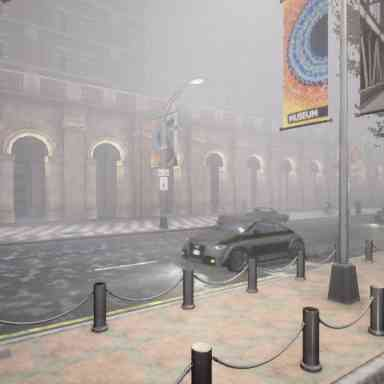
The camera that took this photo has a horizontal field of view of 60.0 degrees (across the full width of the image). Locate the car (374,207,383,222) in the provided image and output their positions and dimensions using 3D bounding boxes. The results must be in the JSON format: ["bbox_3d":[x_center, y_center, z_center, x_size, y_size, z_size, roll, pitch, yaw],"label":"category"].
[{"bbox_3d":[15.548,1.546,24.970,4.674,1.442,1.812,0,0,-36],"label":"car"}]

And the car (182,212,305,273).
[{"bbox_3d":[1.746,1.564,10.798,4.181,1.385,1.994,0,0,-36],"label":"car"}]

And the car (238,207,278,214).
[{"bbox_3d":[3.782,1.595,20.477,4.718,1.301,1.895,0,0,-36],"label":"car"}]
